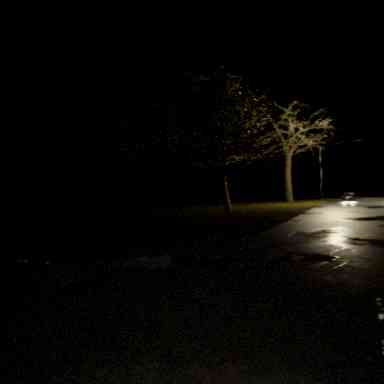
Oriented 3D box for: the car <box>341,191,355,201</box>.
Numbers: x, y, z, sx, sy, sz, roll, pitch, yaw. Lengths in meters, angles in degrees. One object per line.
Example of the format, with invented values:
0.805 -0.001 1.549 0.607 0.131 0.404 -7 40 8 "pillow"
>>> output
24.771 0.668 52.674 2.128 1.511 4.902 -2 0 28 "car"
